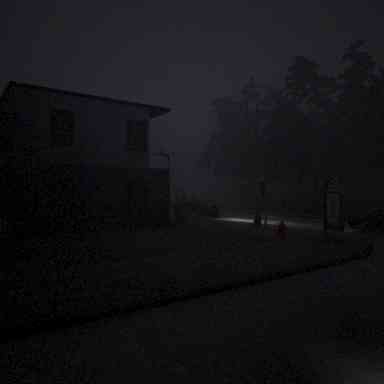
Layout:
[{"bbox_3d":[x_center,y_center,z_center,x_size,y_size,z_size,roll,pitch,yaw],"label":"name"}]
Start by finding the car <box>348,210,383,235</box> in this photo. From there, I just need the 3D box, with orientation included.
[{"bbox_3d":[10.334,1.601,16.516,1.895,1.301,4.718,0,0,-24],"label":"car"}]

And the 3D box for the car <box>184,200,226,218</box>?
[{"bbox_3d":[1.048,1.491,30.442,2.128,1.511,4.902,0,0,-36],"label":"car"}]

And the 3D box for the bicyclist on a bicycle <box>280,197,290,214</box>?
[{"bbox_3d":[9.320,1.349,33.312,1.656,1.620,0.582,0,0,-36],"label":"bicyclist on a bicycle"}]
